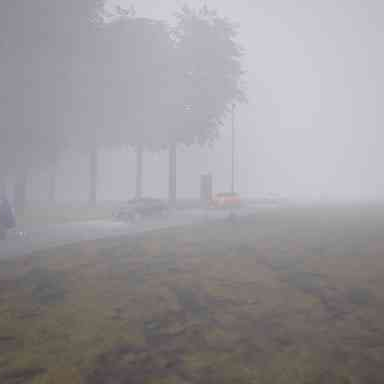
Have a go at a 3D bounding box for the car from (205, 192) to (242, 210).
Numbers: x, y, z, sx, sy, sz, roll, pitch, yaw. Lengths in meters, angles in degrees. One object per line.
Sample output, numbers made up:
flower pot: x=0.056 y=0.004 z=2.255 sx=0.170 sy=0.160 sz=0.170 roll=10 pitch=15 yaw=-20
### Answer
car: x=3.202 y=0.774 z=33.105 sx=2.097 sy=1.767 sz=4.553 roll=1 pitch=1 yaw=35

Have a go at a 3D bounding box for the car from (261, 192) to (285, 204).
car: x=10.705 y=0.757 z=43.576 sx=1.812 sy=1.442 sz=4.674 roll=1 pitch=1 yaw=36

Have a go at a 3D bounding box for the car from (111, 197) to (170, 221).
car: x=-3.535 y=1.124 z=23.662 sx=1.837 sy=1.490 sz=4.892 roll=1 pitch=2 yaw=35

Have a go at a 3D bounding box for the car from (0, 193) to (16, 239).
car: x=-9.877 y=1.077 z=13.208 sx=2.150 sy=2.045 sz=5.566 roll=0 pitch=1 yaw=23

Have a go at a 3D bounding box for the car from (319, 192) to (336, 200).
car: x=22.586 y=0.670 z=55.252 sx=1.895 sy=1.301 sz=4.718 roll=1 pitch=1 yaw=35
